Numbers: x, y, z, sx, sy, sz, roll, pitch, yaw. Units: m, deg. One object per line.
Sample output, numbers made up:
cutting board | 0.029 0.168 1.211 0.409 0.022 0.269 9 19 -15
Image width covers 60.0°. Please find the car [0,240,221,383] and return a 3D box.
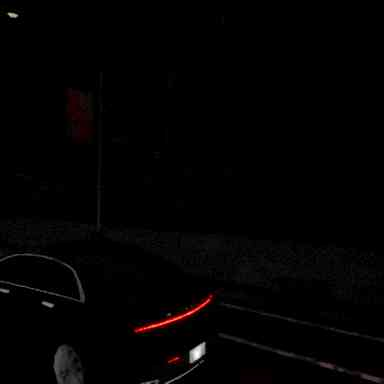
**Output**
car | -1.914 1.508 5.051 4.892 1.490 1.837 0 0 36
